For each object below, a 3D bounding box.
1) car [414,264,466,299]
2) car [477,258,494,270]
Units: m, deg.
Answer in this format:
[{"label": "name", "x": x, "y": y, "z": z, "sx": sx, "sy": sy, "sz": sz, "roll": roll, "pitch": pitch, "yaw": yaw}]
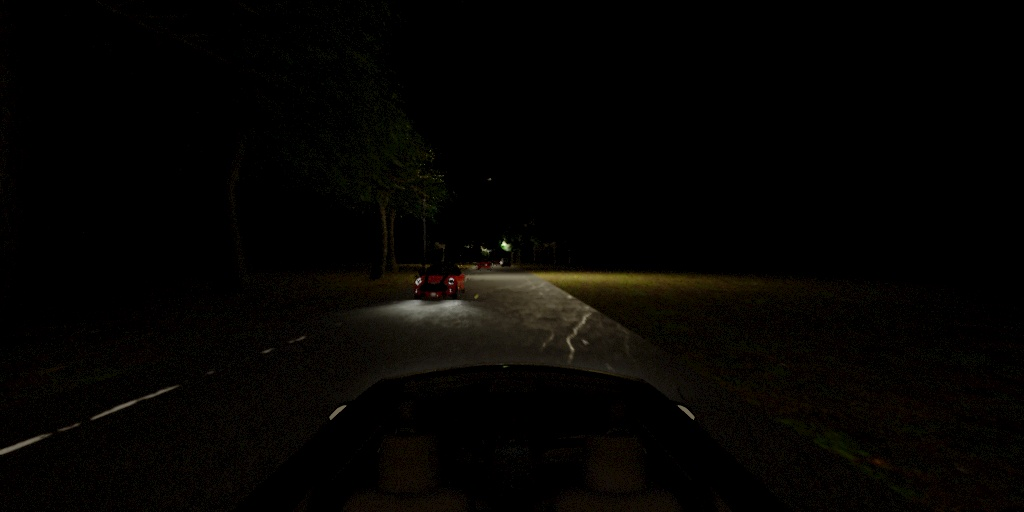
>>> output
[{"label": "car", "x": -3.695, "y": 1.225, "z": 19.012, "sx": 2.097, "sy": 1.767, "sz": 4.553, "roll": 0, "pitch": 0, "yaw": -1}, {"label": "car", "x": -4.746, "y": 1.433, "z": 61.721, "sx": 2.150, "sy": 2.045, "sz": 5.566, "roll": 0, "pitch": 0, "yaw": -2}]
